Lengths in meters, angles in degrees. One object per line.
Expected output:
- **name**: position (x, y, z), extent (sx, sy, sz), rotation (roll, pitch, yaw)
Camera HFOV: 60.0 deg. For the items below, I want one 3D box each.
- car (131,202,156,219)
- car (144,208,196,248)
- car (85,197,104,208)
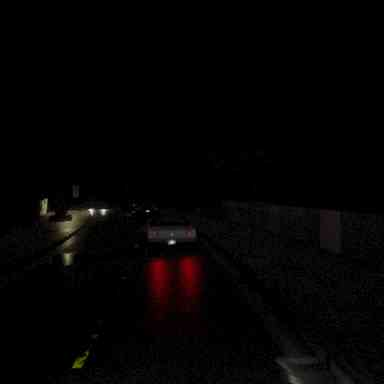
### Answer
- **car**: position (-4.236, 1.570, 29.653), extent (1.994, 1.385, 4.181), rotation (0, 0, -16)
- **car**: position (-1.069, 1.618, 14.837), extent (1.895, 1.301, 4.718), rotation (0, 0, -8)
- **car**: position (-13.647, 1.458, 46.371), extent (1.882, 1.535, 5.008), rotation (0, 0, -26)
